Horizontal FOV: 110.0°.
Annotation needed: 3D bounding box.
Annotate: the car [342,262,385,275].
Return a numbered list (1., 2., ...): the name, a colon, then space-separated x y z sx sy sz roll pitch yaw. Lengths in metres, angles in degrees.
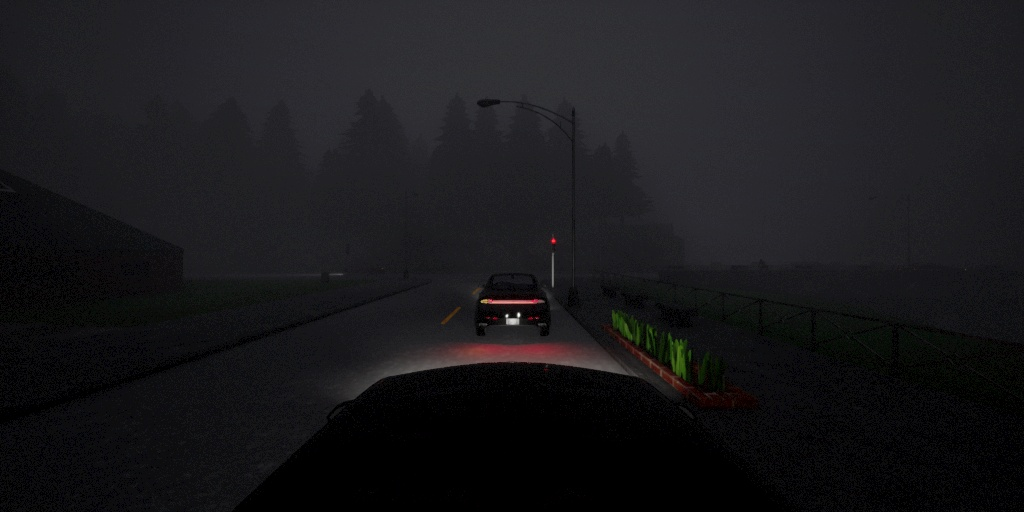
1. car: -15.996 1.312 38.794 4.181 1.385 1.994 0 0 1

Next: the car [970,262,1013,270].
1. car: 50.442 1.339 38.611 5.357 1.411 2.033 0 0 0

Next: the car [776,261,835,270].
1. car: 31.668 1.295 38.759 5.357 1.411 2.033 0 0 0

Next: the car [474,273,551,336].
1. car: 0.022 1.241 10.375 2.128 1.511 4.902 0 0 0

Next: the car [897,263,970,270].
1. car: 40.461 1.349 34.637 4.718 1.301 1.895 0 0 0

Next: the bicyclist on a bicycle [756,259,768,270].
1. bicyclist on a bicycle: 21.220 1.098 30.390 0.582 1.620 1.656 0 0 0
